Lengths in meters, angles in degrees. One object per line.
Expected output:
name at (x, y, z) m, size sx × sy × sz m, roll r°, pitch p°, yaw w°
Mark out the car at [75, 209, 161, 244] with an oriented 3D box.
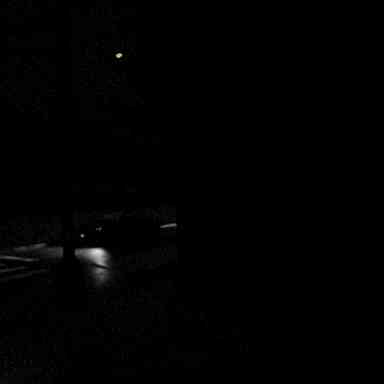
car at (-3.447, 1.578, 16.284) m, size 1.812 × 1.442 × 4.674 m, roll -4°, pitch -1°, yaw 34°
